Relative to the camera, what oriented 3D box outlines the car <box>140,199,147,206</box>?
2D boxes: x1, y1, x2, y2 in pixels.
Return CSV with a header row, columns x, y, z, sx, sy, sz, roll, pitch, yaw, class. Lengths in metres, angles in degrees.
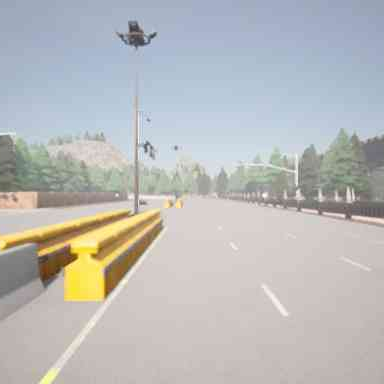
x,y,z,sx,sy,sz,roll,pitch,yaw,class
-10.181,2.018,66.892,1.895,1.301,4.718,0,0,0,car
